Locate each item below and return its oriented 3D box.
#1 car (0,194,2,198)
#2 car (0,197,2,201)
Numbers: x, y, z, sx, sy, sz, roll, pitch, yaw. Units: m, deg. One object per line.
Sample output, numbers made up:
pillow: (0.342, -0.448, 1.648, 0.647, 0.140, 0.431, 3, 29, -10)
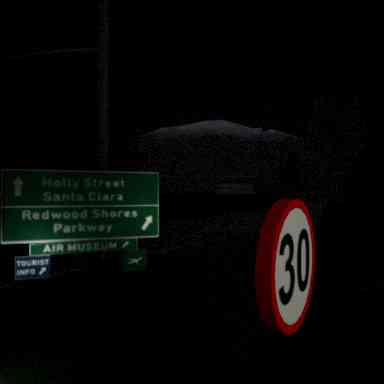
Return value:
car: (-38.761, 1.487, 69.909, 4.514, 1.523, 2.007, 0, 0, 35)
car: (-12.447, 1.504, 26.033, 1.905, 1.878, 3.866, 0, 0, 35)
